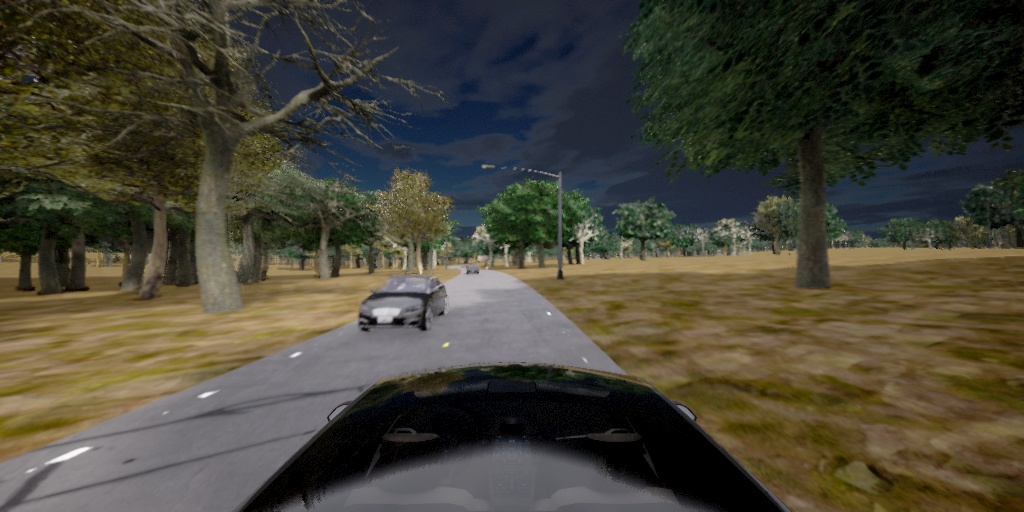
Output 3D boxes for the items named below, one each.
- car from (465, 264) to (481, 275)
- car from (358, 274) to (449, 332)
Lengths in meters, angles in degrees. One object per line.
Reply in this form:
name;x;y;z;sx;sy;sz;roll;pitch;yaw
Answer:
car;-5.687;1.937;52.162;1.837;1.490;4.892;0;-1;-5
car;-3.228;1.359;11.449;2.128;1.511;4.902;0;-1;-1
